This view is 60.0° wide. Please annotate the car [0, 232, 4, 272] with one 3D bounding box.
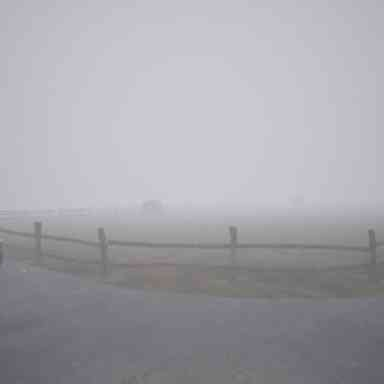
[{"bbox_3d":[-7.604,1.492,10.191,5.566,2.045,2.150,-2,-1,45],"label":"car"}]
